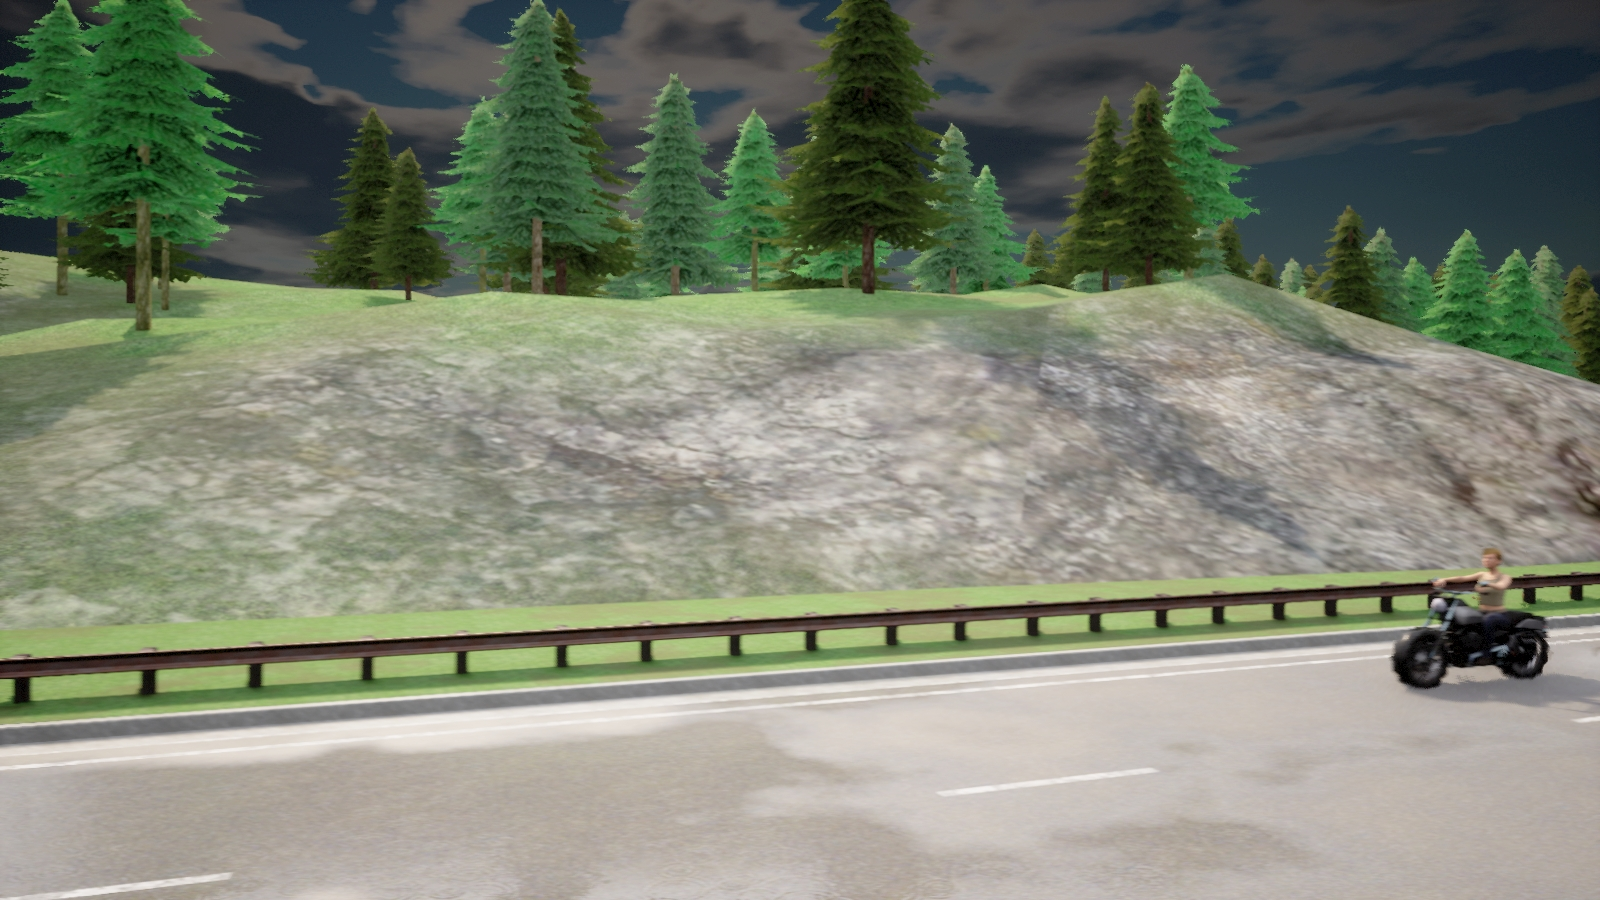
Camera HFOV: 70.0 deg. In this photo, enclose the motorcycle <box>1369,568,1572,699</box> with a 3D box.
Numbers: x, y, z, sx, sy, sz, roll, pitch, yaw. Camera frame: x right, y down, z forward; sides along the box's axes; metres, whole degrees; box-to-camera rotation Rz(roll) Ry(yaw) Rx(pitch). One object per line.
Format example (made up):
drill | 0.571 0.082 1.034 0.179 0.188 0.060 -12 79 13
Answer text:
motorcycle | 8.031 2.155 13.679 2.356 1.307 0.764 0 0 -20
